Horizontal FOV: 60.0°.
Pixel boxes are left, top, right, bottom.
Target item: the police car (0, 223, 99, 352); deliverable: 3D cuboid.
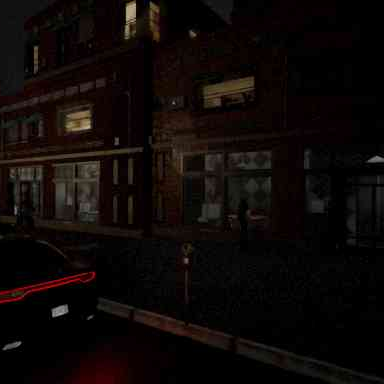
[{"bbox_3d":[-3.908,1.424,6.074,5.238,1.638,1.930,0,0,36],"label":"police car"}]
